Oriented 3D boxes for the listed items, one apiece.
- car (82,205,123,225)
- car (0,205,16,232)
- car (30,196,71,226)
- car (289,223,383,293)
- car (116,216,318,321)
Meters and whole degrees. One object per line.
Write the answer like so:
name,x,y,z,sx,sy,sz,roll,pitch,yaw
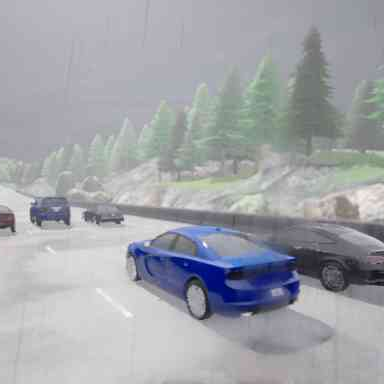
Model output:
car,-6.802,1.679,25.193,2.033,1.411,5.357,0,0,-32
car,-11.896,1.567,20.143,1.882,1.535,5.008,0,-1,-32
car,-10.494,1.340,24.494,2.150,2.045,5.566,0,0,-32
car,3.275,1.589,9.147,1.812,1.442,4.674,0,0,-32
car,0.102,1.523,7.618,1.882,1.535,5.008,0,0,-32
